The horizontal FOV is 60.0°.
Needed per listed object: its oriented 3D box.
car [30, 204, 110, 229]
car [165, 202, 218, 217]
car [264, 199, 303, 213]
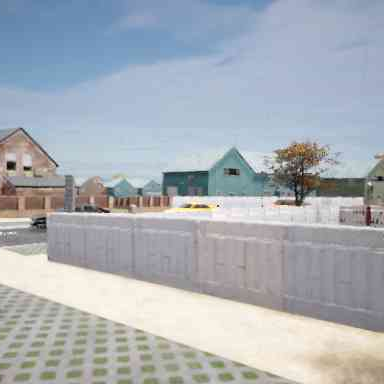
[{"bbox_3d":[-7.306,1.515,20.432,1.837,1.490,4.892,3,1,43],"label":"car"},{"bbox_3d":[-0.003,1.599,27.593,5.008,1.535,1.882,1,1,-41],"label":"car"},{"bbox_3d":[9.636,1.600,35.164,4.553,1.767,2.097,1,2,-32],"label":"car"}]
